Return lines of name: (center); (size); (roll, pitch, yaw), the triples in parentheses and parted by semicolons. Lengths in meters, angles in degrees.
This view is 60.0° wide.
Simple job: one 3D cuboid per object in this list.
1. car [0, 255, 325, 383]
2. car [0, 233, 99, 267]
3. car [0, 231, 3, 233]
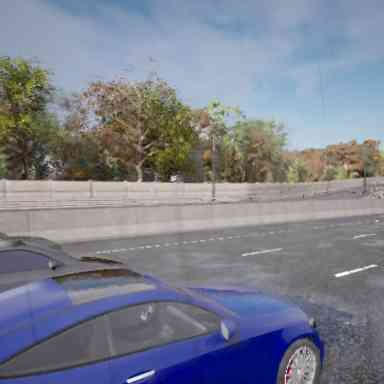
car: (-0.648, 1.518, 3.286); (4.674, 1.442, 1.812); (0, 0, -35)
car: (-3.066, 1.559, 5.855); (4.181, 1.385, 1.994); (0, 0, -36)
car: (-5.792, 1.505, 8.210); (4.892, 1.490, 1.837); (0, 0, -36)
